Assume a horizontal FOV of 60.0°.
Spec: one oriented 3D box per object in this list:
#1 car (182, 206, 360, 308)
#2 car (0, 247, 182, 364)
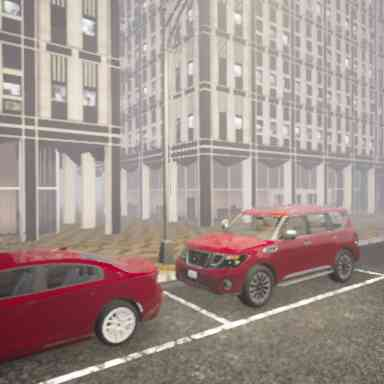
[{"bbox_3d":[2.056,1.293,8.033,5.009,1.841,2.192,0,0,-36],"label":"car"},{"bbox_3d":[-2.581,1.543,4.722,4.507,1.381,1.887,0,0,-36],"label":"car"}]
